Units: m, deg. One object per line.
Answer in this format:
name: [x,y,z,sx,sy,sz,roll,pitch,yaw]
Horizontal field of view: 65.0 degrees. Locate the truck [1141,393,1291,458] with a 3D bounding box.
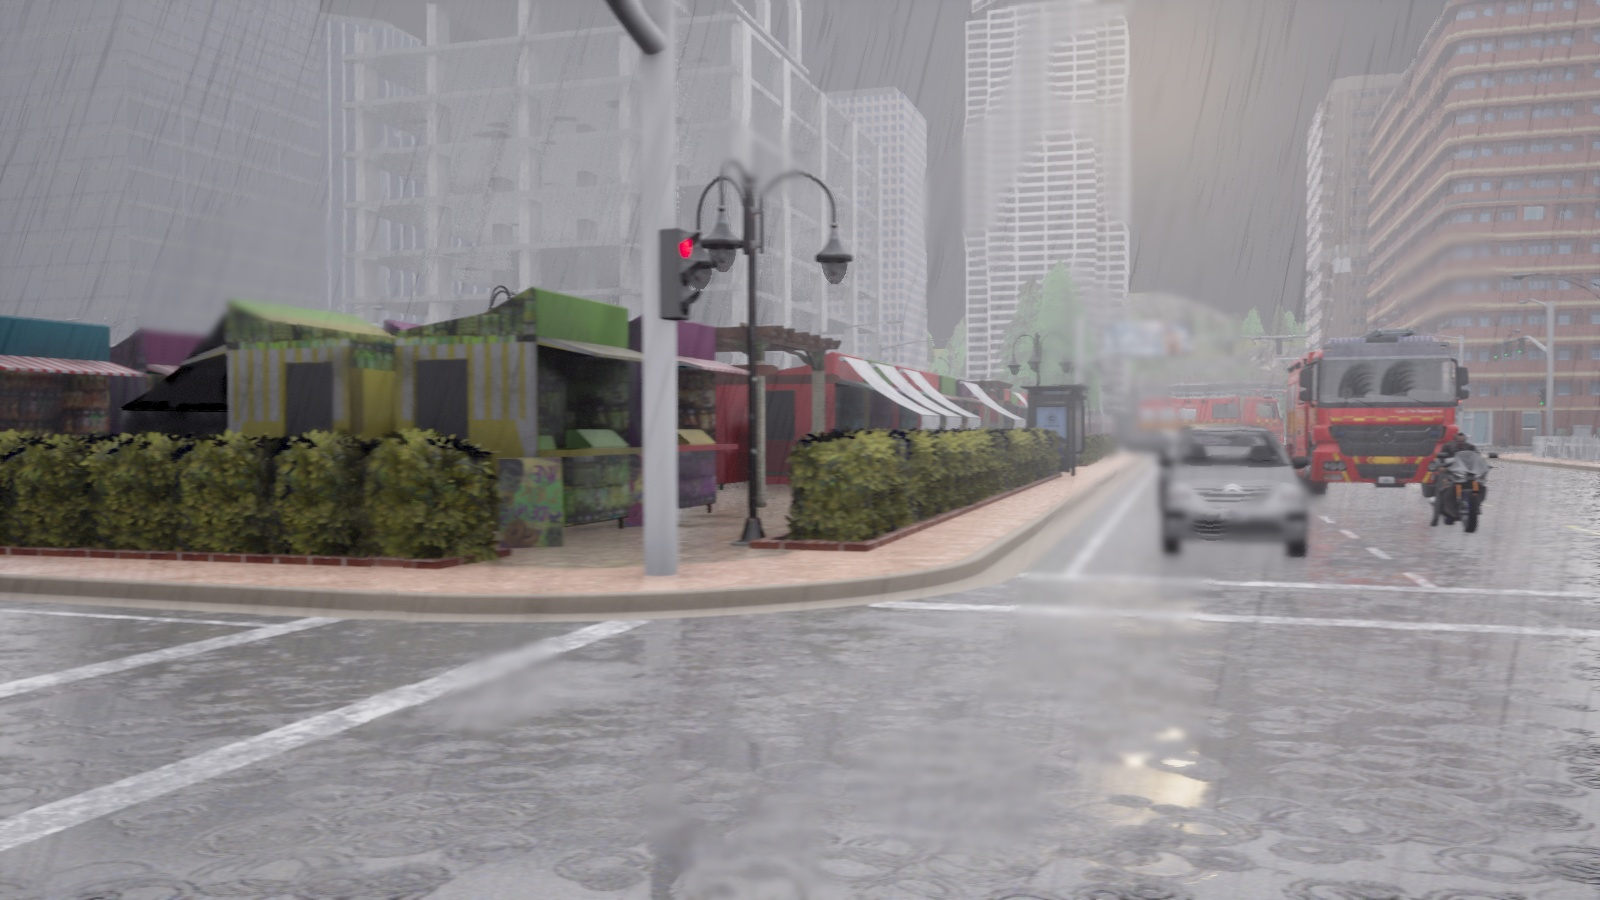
truck: [25.263,-1.482,76.609,8.468,3.827,2.891,0,1,17]

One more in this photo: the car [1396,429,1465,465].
car: [29.972,-0.175,59.837,2.242,1.667,4.611,1,1,17]

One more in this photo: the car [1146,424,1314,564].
car: [5.634,0.479,16.690,1.851,1.617,3.988,0,1,17]

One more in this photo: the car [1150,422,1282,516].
car: [8.167,0.303,24.883,2.242,1.667,4.611,0,1,17]

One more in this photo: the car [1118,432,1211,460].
car: [20.724,-0.263,71.636,2.163,1.488,4.792,-1,1,-35]

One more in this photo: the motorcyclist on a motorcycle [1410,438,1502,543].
motorcyclist on a motorcycle: [10.200,0.586,19.610,0.866,1.530,2.191,0,1,17]

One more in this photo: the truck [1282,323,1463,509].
truck: [13.555,-0.775,30.421,2.891,3.827,8.468,0,1,17]
